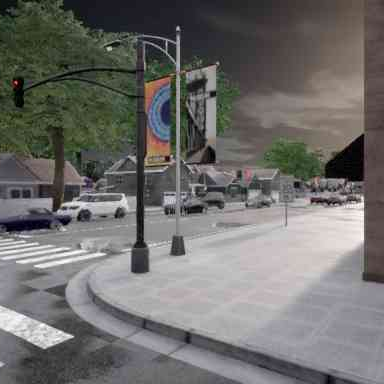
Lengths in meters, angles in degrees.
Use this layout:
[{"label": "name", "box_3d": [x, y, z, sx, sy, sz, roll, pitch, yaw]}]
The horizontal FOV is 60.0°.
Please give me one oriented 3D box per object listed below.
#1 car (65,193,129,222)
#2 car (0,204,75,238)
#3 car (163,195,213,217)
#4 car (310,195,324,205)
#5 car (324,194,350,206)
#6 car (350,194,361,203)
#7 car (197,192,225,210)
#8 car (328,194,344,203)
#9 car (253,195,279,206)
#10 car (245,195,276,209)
[{"label": "car", "box_3d": [-7.353, 1.114, 25.403, 2.150, 2.045, 5.566, 0, 0, 37]}, {"label": "car", "box_3d": [-8.959, 1.534, 17.588, 1.895, 1.301, 4.718, 0, 0, 36]}, {"label": "car", "box_3d": [-0.461, 1.329, 29.462, 1.882, 1.535, 5.008, 0, 0, 36]}, {"label": "car", "box_3d": [20.029, 1.171, 52.192, 1.882, 1.535, 5.008, 0, 0, 36]}, {"label": "car", "box_3d": [20.855, 1.213, 47.754, 1.837, 1.490, 4.892, 0, 0, 35]}, {"label": "car", "box_3d": [28.276, 1.155, 58.143, 1.837, 1.490, 4.892, 0, 0, 36]}, {"label": "car", "box_3d": [1.652, 1.028, 37.979, 2.150, 2.045, 5.566, 0, 0, 36]}, {"label": "car", "box_3d": [26.664, 1.146, 61.473, 1.837, 1.490, 4.892, 0, 0, 36]}, {"label": "car", "box_3d": [11.529, 1.245, 51.653, 2.128, 1.511, 4.902, 0, 0, 36]}, {"label": "car", "box_3d": [8.323, 1.260, 41.710, 2.128, 1.511, 4.902, 0, 0, 36]}]
